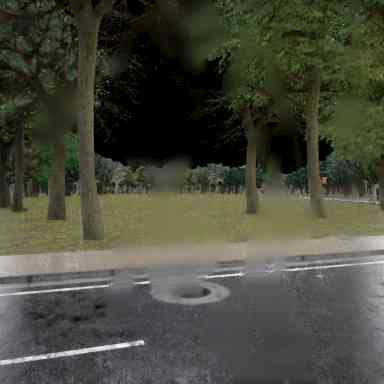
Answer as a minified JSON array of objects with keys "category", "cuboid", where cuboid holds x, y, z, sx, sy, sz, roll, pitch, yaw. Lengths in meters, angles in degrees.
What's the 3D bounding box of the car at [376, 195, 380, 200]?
[{"category":"car","cuboid":[45.427,1.257,79.961,1.994,1.385,4.181,0,0,5]}]
